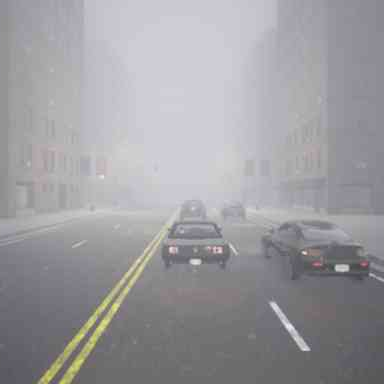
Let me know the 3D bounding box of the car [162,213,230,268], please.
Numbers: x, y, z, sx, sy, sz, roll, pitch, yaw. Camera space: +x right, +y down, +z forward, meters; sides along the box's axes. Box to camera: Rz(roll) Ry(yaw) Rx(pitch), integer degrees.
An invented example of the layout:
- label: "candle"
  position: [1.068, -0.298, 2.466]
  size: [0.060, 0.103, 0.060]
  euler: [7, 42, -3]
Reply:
- label: "car"
  position: [0.094, 1.606, 11.241]
  size: [1.895, 1.301, 4.718]
  euler: [0, 0, 0]

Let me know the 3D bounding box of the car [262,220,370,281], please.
- label: "car"
  position: [3.338, 1.530, 9.709]
  size: [1.812, 1.442, 4.674]
  euler: [0, 0, 0]

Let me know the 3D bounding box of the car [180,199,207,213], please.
- label: "car"
  position: [0.099, 1.361, 27.625]
  size: [2.097, 1.767, 4.553]
  euler: [0, 0, 0]

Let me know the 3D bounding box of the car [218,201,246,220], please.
- label: "car"
  position: [3.351, 1.501, 28.216]
  size: [2.128, 1.511, 4.902]
  euler: [0, 0, 0]
